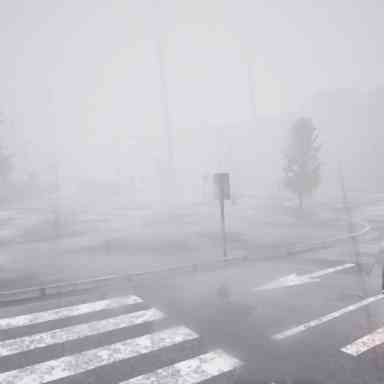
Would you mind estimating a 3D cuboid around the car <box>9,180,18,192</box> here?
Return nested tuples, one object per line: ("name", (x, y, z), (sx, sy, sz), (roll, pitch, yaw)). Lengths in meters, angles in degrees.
("car", (-26.115, -0.862, 53.085), (2.002, 1.452, 4.674), (0, 6, 16))

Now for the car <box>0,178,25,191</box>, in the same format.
("car", (-30.944, -1.268, 56.444), (2.185, 1.767, 4.553), (0, 6, 15))

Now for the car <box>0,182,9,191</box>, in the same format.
("car", (-28.510, -1.027, 54.799), (2.097, 1.535, 5.008), (1, 6, 16))

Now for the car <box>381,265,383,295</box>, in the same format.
("car", (5.627, 1.410, 6.530), (4.902, 1.511, 2.128), (-2, 1, -35))

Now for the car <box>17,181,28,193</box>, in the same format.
("car", (-23.719, -0.774, 51.351), (2.231, 1.521, 4.892), (1, 6, 17))

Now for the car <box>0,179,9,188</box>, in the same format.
("car", (-35.808, -1.378, 59.806), (2.231, 1.521, 4.892), (1, 6, 14))

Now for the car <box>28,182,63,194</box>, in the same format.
("car", (-21.361, -0.610, 49.559), (2.163, 1.488, 4.792), (1, 6, 17))
